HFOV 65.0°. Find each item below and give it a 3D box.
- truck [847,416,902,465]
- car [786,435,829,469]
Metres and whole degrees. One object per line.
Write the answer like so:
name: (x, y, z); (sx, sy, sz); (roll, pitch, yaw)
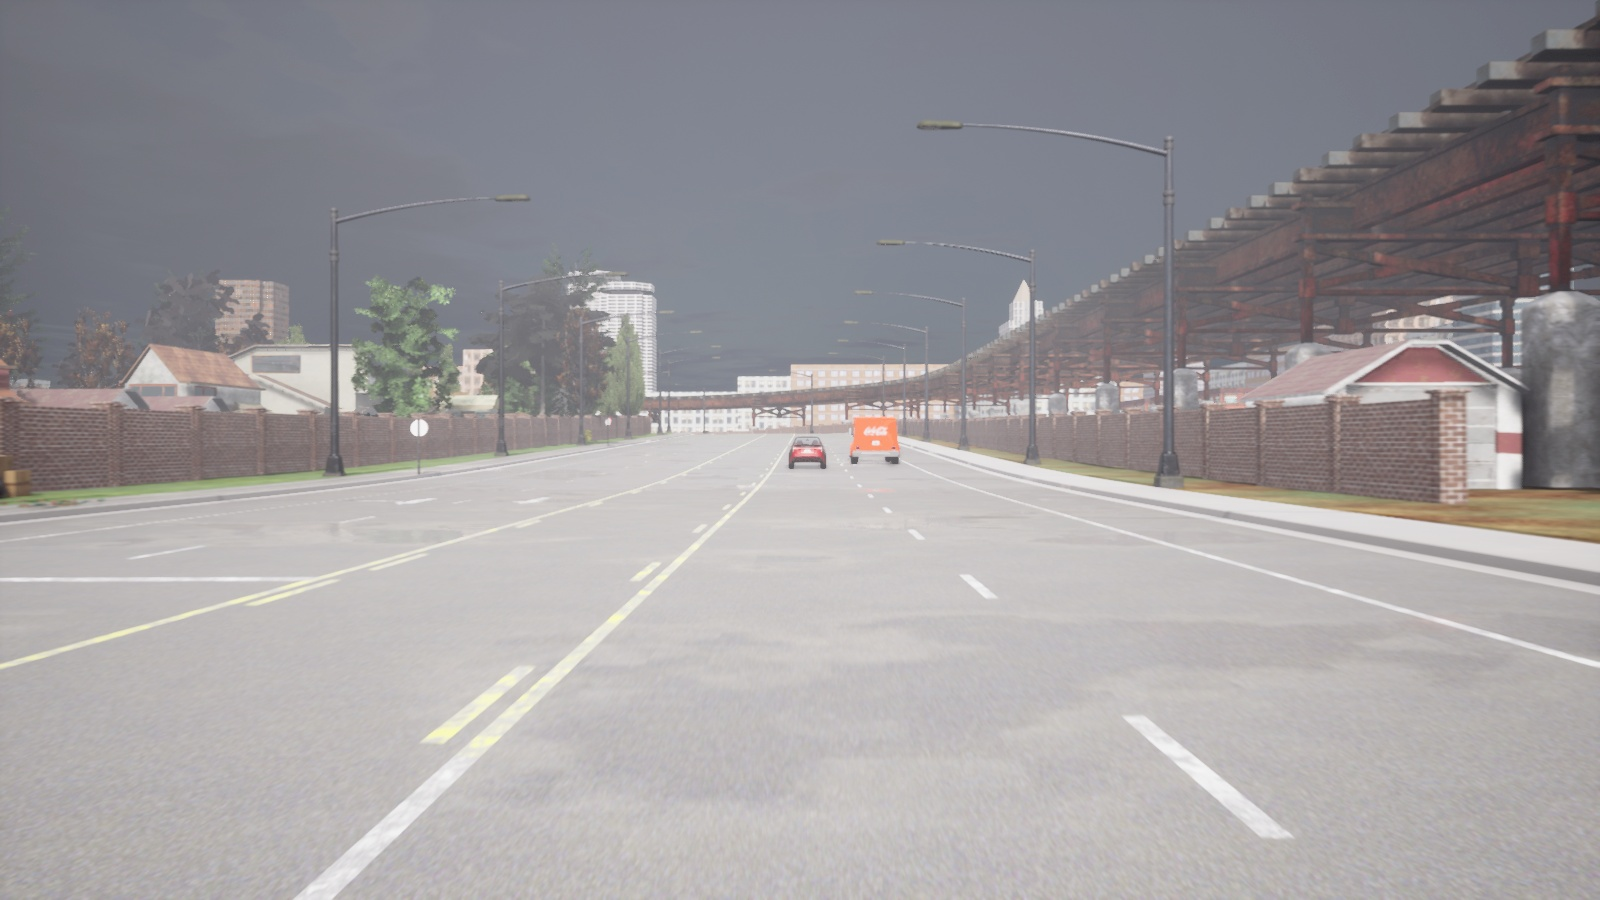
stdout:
truck: (3.891, -0.536, 66.424); (2.627, 2.467, 5.204); (0, 2, 0)
car: (0.359, 0.050, 60.788); (2.007, 1.525, 4.514); (0, 2, 0)
